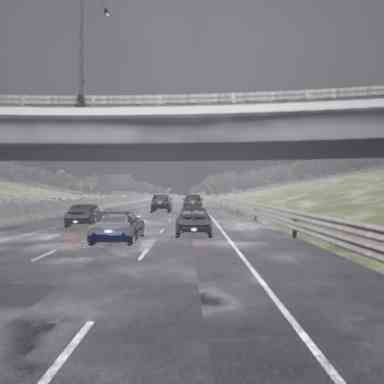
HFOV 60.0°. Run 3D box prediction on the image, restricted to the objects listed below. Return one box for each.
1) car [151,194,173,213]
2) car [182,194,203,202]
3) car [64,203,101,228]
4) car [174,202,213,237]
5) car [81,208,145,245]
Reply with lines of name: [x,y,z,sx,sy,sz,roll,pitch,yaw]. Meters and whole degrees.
car: [-3.423,1.257,37.911,2.150,2.045,5.566,0,0,0]
car: [0.089,1.257,37.918,2.150,2.045,5.566,0,0,0]
car: [-6.906,1.515,22.097,1.837,1.490,4.892,0,0,0]
car: [0.095,1.513,18.085,1.837,1.490,4.892,0,0,0]
car: [-3.405,1.570,15.556,1.994,1.385,4.181,0,0,0]
